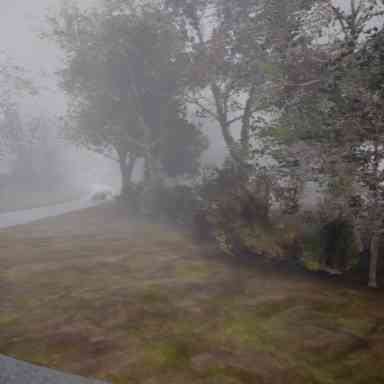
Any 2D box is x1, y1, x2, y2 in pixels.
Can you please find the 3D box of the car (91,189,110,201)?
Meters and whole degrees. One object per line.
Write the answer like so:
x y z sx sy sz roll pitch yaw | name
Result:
-15.530 0.725 55.517 2.033 1.411 5.357 -1 2 -7 | car
